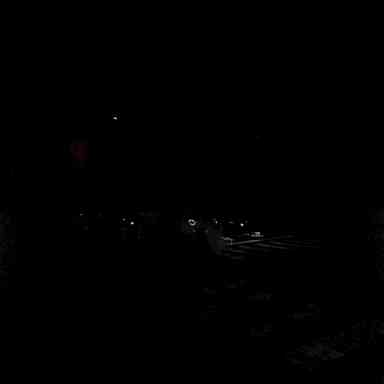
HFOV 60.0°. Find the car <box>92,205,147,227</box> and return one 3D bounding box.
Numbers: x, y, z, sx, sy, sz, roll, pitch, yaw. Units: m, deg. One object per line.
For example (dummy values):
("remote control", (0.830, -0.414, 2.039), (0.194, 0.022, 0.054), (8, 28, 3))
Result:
("car", (-6.049, 2.018, 27.308), (2.033, 1.411, 5.357), (0, -1, -35))

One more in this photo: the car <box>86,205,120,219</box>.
("car", (-10.427, 2.241, 38.817), (2.033, 1.411, 5.357), (0, -1, -36))

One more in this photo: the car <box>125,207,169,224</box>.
("car", (-4.201, 2.093, 30.282), (1.895, 1.301, 4.718), (0, -1, -36))

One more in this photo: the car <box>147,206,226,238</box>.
("car", (-0.467, 1.645, 19.658), (2.097, 1.767, 4.553), (0, -1, -36))

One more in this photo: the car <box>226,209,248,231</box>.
("car", (1.633, 1.812, 22.294), (1.837, 1.490, 4.892), (0, -1, -36))

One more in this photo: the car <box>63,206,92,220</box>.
("car", (-12.774, 2.251, 36.538), (1.994, 1.385, 4.181), (0, -1, -35))
